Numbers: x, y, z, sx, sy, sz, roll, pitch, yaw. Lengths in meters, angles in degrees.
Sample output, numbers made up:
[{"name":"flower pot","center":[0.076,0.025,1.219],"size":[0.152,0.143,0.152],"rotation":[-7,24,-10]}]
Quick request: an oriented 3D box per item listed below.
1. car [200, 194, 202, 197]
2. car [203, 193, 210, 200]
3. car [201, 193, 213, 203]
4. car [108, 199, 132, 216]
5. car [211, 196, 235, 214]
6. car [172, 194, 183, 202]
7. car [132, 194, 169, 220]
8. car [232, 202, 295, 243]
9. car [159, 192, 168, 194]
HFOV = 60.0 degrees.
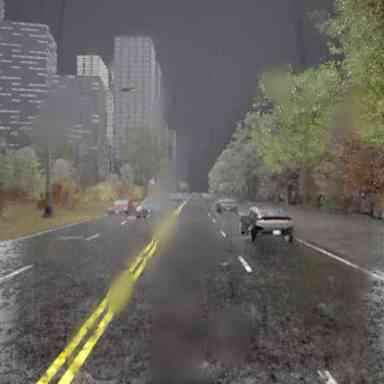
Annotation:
[{"name":"car","center":[3.577,1.261,75.461],"size":[2.128,1.511,4.902],"rotation":[-1,1,1]},{"name":"car","center":[3.729,1.142,86.659],"size":[1.801,1.575,5.366],"rotation":[1,0,1]},{"name":"car","center":[3.452,1.290,64.457],"size":[2.128,1.511,4.902],"rotation":[-1,0,1]},{"name":"car","center":[-6.552,1.448,31.407],"size":[1.812,1.442,4.674],"rotation":[0,0,0]},{"name":"car","center":[3.401,1.375,33.326],"size":[2.128,1.511,4.902],"rotation":[0,-1,0]},{"name":"car","center":[-2.993,1.151,68.381],"size":[2.097,1.767,4.553],"rotation":[0,0,1]},{"name":"car","center":[-3.313,1.284,27.642],"size":[2.097,1.767,4.553],"rotation":[0,0,0]},{"name":"car","center":[3.379,1.431,15.686],"size":[2.128,1.511,4.902],"rotation":[0,-1,0]},{"name":"car","center":[-6.204,0.964,71.986],"size":[2.150,2.045,5.566],"rotation":[0,0,1]}]
